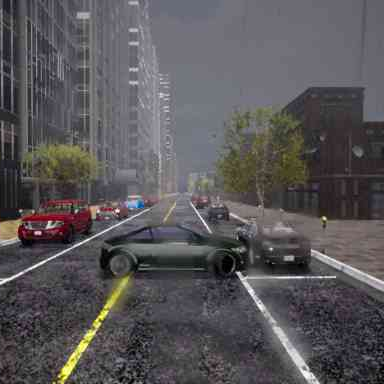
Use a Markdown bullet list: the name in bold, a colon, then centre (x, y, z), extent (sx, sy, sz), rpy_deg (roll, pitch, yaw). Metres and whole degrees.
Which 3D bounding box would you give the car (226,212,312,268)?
- **car**: centre (2.550, 1.547, 11.137), extent (2.008, 1.369, 4.403), rpy_deg (-1, 0, -1)

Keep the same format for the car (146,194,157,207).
- **car**: centre (-6.978, 1.297, 49.652), extent (2.192, 1.841, 5.009), rpy_deg (-1, 0, -1)

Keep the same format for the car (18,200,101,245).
- **car**: centre (-6.189, 1.310, 15.725), extent (2.192, 1.841, 5.009), rpy_deg (-1, 0, -1)

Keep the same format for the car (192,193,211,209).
- **car**: centre (1.545, 1.299, 44.329), extent (2.192, 1.841, 5.009), rpy_deg (-1, 0, -1)

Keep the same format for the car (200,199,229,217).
- **car**: centre (2.016, 1.542, 26.996), extent (2.008, 1.369, 4.403), rpy_deg (-1, 0, -1)

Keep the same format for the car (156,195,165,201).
- **car**: centre (-7.843, 1.493, 82.679), extent (1.752, 1.417, 4.829), rpy_deg (-1, 0, -1)

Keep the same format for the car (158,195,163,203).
- **car**: centre (-7.411, 1.519, 66.251), extent (1.887, 1.381, 4.507), rpy_deg (-1, 0, -1)

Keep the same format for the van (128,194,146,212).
- **van**: centre (-6.687, 1.327, 38.586), extent (1.690, 1.788, 3.998), rpy_deg (-1, 0, -1)

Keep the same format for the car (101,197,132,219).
- **car**: centre (-6.387, 1.431, 26.793), extent (1.967, 1.590, 4.097), rpy_deg (-1, 0, -1)

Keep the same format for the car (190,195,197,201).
- **car**: centre (0.386, 1.547, 88.590), extent (1.802, 1.307, 4.206), rpy_deg (-1, 0, -1)

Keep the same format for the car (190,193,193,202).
- **car**: centre (0.818, 1.287, 71.993), extent (2.192, 1.841, 5.009), rpy_deg (-1, 0, -1)

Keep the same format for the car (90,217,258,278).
- **car**: centre (-0.467, 1.557, 9.537), extent (4.181, 1.385, 1.994), rpy_deg (0, 0, -1)

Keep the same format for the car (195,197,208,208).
- **car**: centre (1.399, 1.507, 50.032), extent (1.752, 1.417, 4.829), rpy_deg (-1, 0, -1)
